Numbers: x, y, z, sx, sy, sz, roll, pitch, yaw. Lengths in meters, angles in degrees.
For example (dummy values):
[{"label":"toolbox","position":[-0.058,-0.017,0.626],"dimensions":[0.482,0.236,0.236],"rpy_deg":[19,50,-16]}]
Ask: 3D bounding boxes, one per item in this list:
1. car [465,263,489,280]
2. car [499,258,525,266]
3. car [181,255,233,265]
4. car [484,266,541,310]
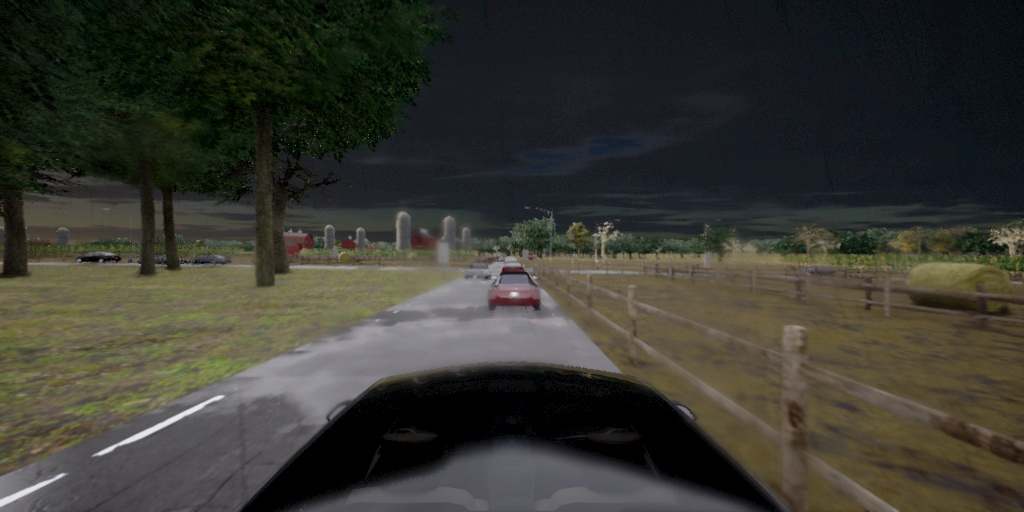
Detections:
[{"label":"car","position":[-2.815,1.304,30.101],"dimensions":[1.895,1.301,4.718],"rpy_deg":[0,0,0]},{"label":"car","position":[0.092,1.180,30.146],"dimensions":[1.882,1.535,5.008],"rpy_deg":[0,0,0]},{"label":"car","position":[-41.916,0.538,49.768],"dimensions":[5.357,1.411,2.033],"rpy_deg":[1,1,0]},{"label":"car","position":[0.098,1.299,14.545],"dimensions":[1.994,1.385,4.181],"rpy_deg":[0,0,0]}]
